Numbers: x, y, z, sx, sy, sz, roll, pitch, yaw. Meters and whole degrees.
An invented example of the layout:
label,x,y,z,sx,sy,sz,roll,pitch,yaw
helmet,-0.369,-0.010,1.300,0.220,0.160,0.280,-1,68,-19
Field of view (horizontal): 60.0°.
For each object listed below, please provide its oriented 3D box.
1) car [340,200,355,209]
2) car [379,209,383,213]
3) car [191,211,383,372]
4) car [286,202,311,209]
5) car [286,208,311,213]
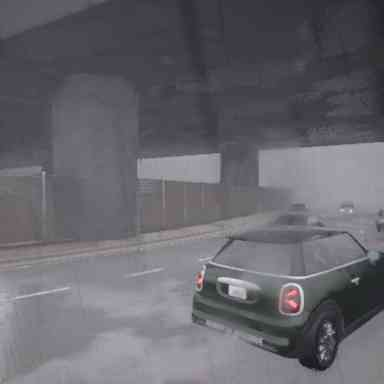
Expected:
label,x,y,z,sx,sy,sz,roll,pitch,yaw
car,24.367,1.945,52.159,1.994,1.385,4.181,-1,-1,27
car,12.804,1.730,21.217,1.895,1.301,4.718,-1,-1,28
car,2.155,1.409,6.102,4.553,1.767,2.097,0,-1,-44
car,10.393,1.789,32.257,1.837,1.490,4.892,-1,-1,27
car,4.448,1.657,14.412,1.812,1.442,4.674,-1,-1,36
